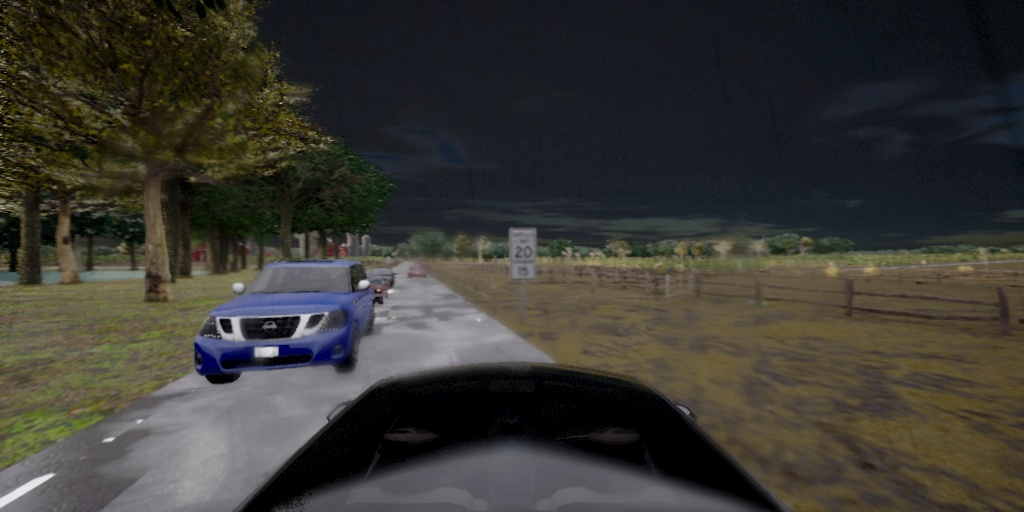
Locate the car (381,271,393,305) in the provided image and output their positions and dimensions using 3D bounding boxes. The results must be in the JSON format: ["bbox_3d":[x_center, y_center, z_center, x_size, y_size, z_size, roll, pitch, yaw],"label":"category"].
[{"bbox_3d":[-7.089,1.607,17.514,1.895,1.301,4.718,0,-1,-16],"label":"car"}]

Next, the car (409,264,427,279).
[{"bbox_3d":[-11.039,1.875,41.988,1.994,1.385,4.181,0,-1,-15],"label":"car"}]

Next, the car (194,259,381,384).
[{"bbox_3d":[-4.329,1.087,7.885,2.150,2.045,5.566,0,-1,-16],"label":"car"}]

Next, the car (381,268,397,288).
[{"bbox_3d":[-9.947,1.651,27.543,1.837,1.490,4.892,0,-1,-16],"label":"car"}]
